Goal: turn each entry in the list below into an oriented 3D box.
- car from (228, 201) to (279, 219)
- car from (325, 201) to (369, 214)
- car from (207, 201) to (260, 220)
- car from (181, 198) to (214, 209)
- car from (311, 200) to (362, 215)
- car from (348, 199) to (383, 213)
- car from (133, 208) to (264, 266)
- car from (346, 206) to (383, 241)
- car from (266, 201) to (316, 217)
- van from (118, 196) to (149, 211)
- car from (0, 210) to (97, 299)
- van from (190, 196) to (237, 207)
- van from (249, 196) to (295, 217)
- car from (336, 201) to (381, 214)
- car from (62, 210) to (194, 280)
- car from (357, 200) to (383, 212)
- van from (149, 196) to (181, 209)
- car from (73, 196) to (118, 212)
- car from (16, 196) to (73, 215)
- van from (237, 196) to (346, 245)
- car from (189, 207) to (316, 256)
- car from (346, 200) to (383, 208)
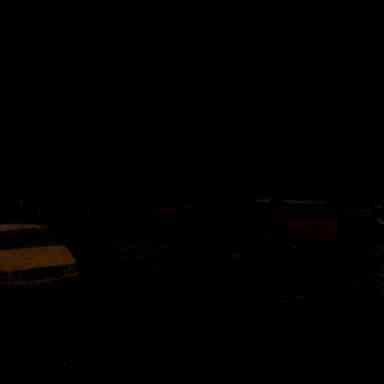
[{"bbox_3d":[5.885,1.674,32.426,2.163,1.488,4.792,1,0,-35],"label":"car"},{"bbox_3d":[19.555,1.909,42.093,2.002,1.452,4.674,1,-1,-35],"label":"car"},{"bbox_3d":[3.733,1.649,30.898,2.163,1.488,4.792,1,0,-35],"label":"car"},{"bbox_3d":[-0.768,1.582,27.673,2.097,1.535,5.008,0,0,-35],"label":"car"},{"bbox_3d":[17.402,1.828,40.341,1.946,1.575,5.366,1,-1,-35],"label":"car"},{"bbox_3d":[23.952,1.819,45.258,2.185,1.767,4.553,1,-1,-35],"label":"car"},{"bbox_3d":[-0.020,1.569,12.120,2.163,1.488,4.792,0,0,-35],"label":"car"},{"bbox_3d":[6.737,1.612,16.990,2.163,1.488,4.792,0,0,-35],"label":"car"},{"bbox_3d":[10.537,1.745,35.659,2.163,1.488,4.792,1,-1,-35],"label":"car"},{"bbox_3d":[-5.214,1.327,24.367,1.878,1.987,4.442,0,0,-35],"label":"van"},{"bbox_3d":[-4.457,1.507,8.778,1.946,1.575,5.366,0,0,-35],"label":"car"},{"bbox_3d":[1.570,1.373,29.194,1.878,1.987,4.442,1,0,-36],"label":"van"},{"bbox_3d":[8.096,1.452,34.104,1.878,1.987,4.442,1,0,-35],"label":"van"},{"bbox_3d":[21.829,1.938,43.675,2.163,1.488,4.792,1,-1,-35],"label":"car"},{"bbox_3d":[-2.284,1.554,10.513,2.163,1.488,4.792,0,0,-35],"label":"car"},{"bbox_3d":[26.231,1.983,46.831,2.097,1.535,5.008,1,-1,-35],"label":"car"},{"bbox_3d":[-3.090,1.342,26.161,1.878,1.987,4.442,0,0,-35],"label":"van"},{"bbox_3d":[-7.523,1.287,22.836,2.435,2.045,5.566,0,0,-35],"label":"car"},{"bbox_3d":[-9.782,1.273,21.232,2.435,2.045,5.566,0,0,-35],"label":"car"},{"bbox_3d":[4.423,1.342,15.454,1.878,1.987,4.442,0,0,-35],"label":"van"},{"bbox_3d":[2.243,1.583,13.727,2.163,1.488,4.792,0,0,-35],"label":"car"},{"bbox_3d":[8.997,1.474,18.597,2.185,1.767,4.553,1,0,-35],"label":"car"}]
